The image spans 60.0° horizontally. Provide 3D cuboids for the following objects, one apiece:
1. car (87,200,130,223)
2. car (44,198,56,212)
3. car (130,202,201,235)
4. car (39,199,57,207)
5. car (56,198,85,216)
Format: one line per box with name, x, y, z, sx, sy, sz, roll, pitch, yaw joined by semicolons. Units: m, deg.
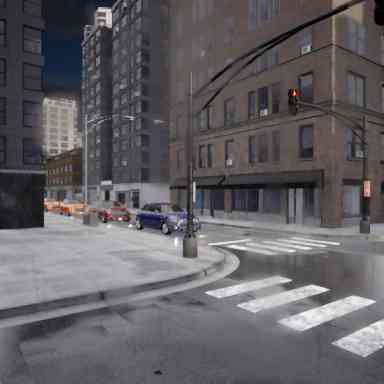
car;-6.665;1.460;26.768;2.097;1.767;4.553;0;0;-35
car;-17.866;1.542;42.521;2.097;1.767;4.553;0;0;-35
car;-1.470;1.420;19.482;2.097;1.767;4.553;0;0;-38
car;-24.768;1.863;57.201;1.895;1.301;4.718;0;0;-35
car;-12.260;1.501;34.640;2.097;1.767;4.553;0;0;-35
